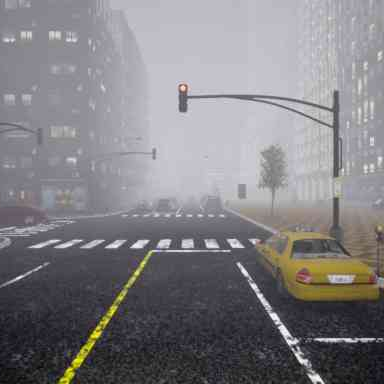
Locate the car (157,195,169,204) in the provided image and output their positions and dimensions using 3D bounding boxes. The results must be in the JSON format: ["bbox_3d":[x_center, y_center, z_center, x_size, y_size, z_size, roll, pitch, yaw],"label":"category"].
[{"bbox_3d":[-5.892,1.497,68.116,1.967,1.590,4.097,0,0,0],"label":"car"}]

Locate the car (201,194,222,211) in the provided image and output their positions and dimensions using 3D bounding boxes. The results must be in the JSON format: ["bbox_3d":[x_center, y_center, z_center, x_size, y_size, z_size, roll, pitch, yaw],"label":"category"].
[{"bbox_3d":[2.568,1.332,40.507,2.192,1.841,5.009,0,0,0],"label":"car"}]

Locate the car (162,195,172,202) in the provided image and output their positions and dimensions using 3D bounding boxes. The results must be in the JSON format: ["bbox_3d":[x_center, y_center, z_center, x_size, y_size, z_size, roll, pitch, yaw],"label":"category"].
[{"bbox_3d":[-5.924,1.517,79.169,1.967,1.590,4.097,0,0,0],"label":"car"}]

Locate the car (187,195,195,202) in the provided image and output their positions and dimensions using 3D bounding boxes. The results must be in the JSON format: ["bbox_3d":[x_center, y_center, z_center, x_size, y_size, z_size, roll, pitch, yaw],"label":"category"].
[{"bbox_3d":[-0.230,1.469,79.693,1.882,1.535,5.008,0,0,0],"label":"car"}]

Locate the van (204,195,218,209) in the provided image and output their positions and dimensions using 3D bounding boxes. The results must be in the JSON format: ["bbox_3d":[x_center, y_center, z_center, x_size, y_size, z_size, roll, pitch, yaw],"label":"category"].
[{"bbox_3d":[2.552,1.364,46.033,1.690,1.788,3.998,0,0,0],"label":"van"}]

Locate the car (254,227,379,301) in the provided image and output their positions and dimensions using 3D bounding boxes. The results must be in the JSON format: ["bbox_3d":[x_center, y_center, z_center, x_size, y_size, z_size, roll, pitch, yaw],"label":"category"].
[{"bbox_3d":[2.663,1.526,8.264,1.752,1.417,4.829,0,0,0],"label":"car"}]

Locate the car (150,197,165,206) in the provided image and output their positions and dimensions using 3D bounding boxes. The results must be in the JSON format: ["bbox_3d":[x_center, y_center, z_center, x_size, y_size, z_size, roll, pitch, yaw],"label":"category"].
[{"bbox_3d":[-5.859,1.588,57.062,2.008,1.369,4.403,0,0,0],"label":"car"}]

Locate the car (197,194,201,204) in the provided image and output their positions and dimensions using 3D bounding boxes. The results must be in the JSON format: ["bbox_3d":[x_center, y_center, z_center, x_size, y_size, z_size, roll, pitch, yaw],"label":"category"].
[{"bbox_3d":[2.504,1.362,62.613,2.192,1.841,5.009,0,0,0],"label":"car"}]

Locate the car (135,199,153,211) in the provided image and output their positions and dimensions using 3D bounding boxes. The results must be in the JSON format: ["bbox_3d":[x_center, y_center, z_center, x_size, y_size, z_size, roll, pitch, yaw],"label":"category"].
[{"bbox_3d":[-5.810,1.568,40.483,2.008,1.369,4.403,0,0,0],"label":"car"}]

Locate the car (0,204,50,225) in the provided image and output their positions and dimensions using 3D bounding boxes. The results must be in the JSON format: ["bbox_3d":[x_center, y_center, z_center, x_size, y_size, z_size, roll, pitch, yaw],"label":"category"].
[{"bbox_3d":[-13.277,1.668,24.767,5.008,1.535,1.882,-1,1,-4],"label":"car"}]

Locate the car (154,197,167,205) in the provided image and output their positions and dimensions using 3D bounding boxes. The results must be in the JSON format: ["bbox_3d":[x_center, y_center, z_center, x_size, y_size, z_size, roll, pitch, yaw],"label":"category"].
[{"bbox_3d":[-5.875,1.592,62.588,1.887,1.381,4.507,0,0,0],"label":"car"}]

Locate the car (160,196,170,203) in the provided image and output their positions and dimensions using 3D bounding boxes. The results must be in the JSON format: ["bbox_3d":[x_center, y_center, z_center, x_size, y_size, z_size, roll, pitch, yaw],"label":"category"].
[{"bbox_3d":[-5.907,1.648,73.643,1.802,1.307,4.206,0,0,0],"label":"car"}]

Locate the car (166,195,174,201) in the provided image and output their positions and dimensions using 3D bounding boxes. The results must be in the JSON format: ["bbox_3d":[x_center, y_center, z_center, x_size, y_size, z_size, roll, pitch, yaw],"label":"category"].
[{"bbox_3d":[-5.954,1.624,90.052,1.752,1.417,4.829,0,0,0],"label":"car"}]

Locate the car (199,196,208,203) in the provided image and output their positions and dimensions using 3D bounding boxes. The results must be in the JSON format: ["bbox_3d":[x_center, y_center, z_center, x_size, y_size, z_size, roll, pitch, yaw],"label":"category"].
[{"bbox_3d":[2.473,1.611,73.667,1.887,1.381,4.507,0,0,0],"label":"car"}]

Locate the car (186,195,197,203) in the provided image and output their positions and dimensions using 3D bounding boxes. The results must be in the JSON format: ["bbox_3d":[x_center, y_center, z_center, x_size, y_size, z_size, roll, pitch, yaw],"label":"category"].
[{"bbox_3d":[-0.202,1.612,69.692,1.994,1.385,4.181,0,0,0],"label":"car"}]

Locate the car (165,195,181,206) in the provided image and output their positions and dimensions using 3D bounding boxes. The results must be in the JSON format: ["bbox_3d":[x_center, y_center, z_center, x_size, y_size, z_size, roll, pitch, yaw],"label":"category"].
[{"bbox_3d":[-3.249,1.542,56.505,1.837,1.490,4.892,0,0,0],"label":"car"}]

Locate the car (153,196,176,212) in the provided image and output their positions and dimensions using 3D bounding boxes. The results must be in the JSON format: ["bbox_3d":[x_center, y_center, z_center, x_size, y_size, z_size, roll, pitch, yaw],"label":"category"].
[{"bbox_3d":[-3.215,1.521,39.575,1.837,1.490,4.892,0,0,0],"label":"car"}]
